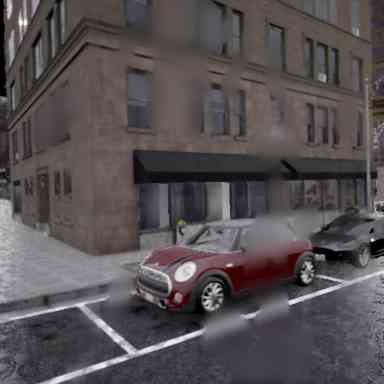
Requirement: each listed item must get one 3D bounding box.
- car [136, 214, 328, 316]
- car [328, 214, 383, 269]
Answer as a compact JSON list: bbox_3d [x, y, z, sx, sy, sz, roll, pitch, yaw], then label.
[{"bbox_3d":[0.824,1.362,7.268,4.097,1.590,1.967,-1,0,-36],"label":"car"},{"bbox_3d":[5.299,1.381,10.477,4.313,1.339,1.947,-1,0,-36],"label":"car"}]
